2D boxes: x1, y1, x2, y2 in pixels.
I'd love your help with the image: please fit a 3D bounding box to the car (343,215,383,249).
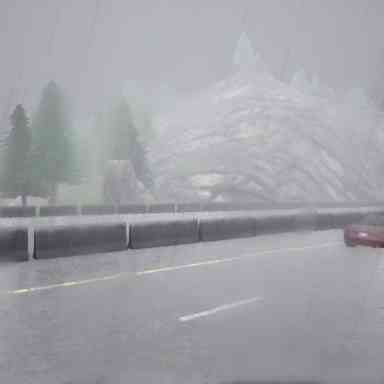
[{"bbox_3d":[8.289,1.653,14.081,4.181,1.385,1.994,1,0,-35],"label":"car"}]
